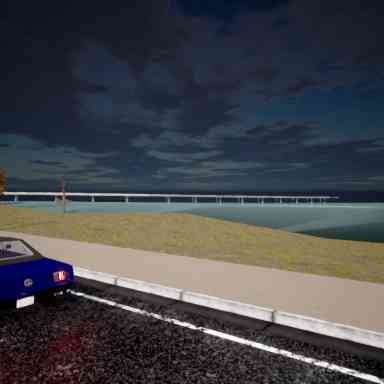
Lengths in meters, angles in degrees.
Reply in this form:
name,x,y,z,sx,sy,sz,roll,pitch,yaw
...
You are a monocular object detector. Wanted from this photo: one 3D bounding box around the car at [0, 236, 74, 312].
name,x,y,z,sx,sy,sz,roll,pitch,yaw
car,-4.669,1.601,7.006,4.718,1.301,1.895,0,0,35
